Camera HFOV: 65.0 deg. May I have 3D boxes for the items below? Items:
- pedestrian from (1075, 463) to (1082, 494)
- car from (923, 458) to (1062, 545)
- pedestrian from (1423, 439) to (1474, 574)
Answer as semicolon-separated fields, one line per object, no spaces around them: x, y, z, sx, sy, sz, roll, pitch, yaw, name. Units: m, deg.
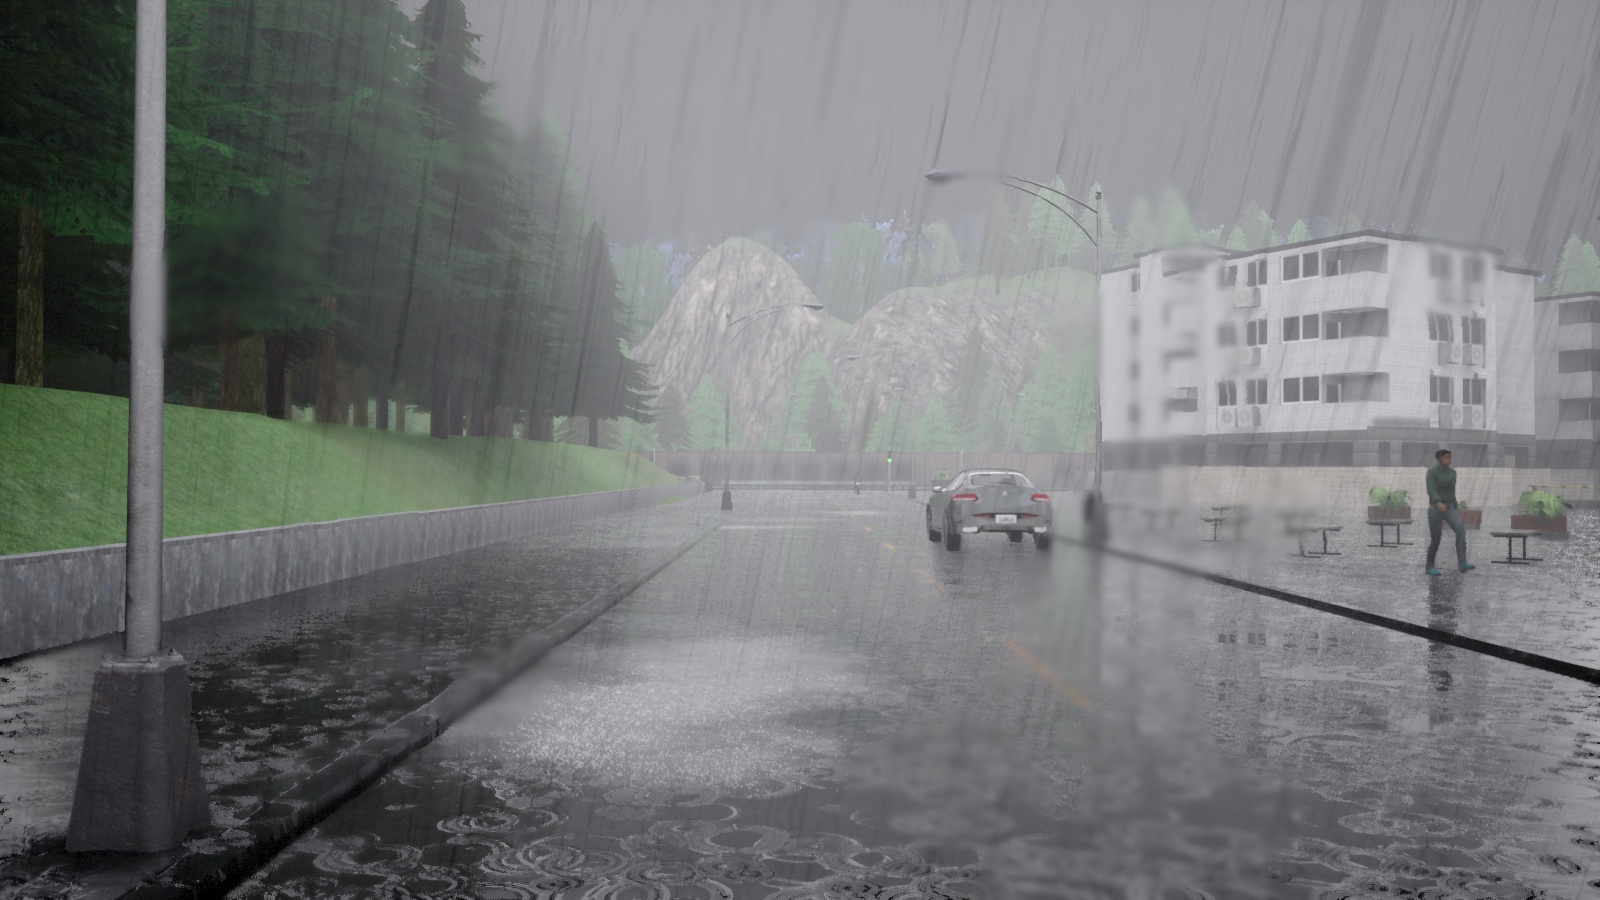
16.981;1.741;76.670;0.354;1.836;0.706;0;-1;9;pedestrian
3.940;1.023;26.571;2.152;1.651;5.027;0;-1;0;car
9.093;0.783;17.620;0.353;1.847;0.614;0;-1;-4;pedestrian
